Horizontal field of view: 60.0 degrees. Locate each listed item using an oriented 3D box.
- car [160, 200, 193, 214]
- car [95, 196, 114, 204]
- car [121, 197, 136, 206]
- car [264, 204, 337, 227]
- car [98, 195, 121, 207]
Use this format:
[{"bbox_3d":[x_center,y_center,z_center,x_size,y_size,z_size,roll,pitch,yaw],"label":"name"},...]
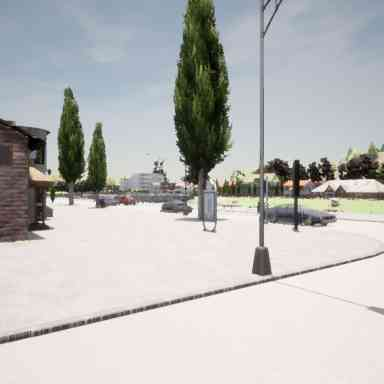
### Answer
[{"bbox_3d":[-1.662,1.562,35.711,1.994,1.385,4.181,0,0,-36],"label":"car"},{"bbox_3d":[-16.897,1.478,64.089,1.882,1.535,5.008,0,0,-36],"label":"car"},{"bbox_3d":[-10.938,1.526,55.800,1.812,1.442,4.674,0,0,-36],"label":"car"},{"bbox_3d":[7.263,1.547,23.268,2.033,1.411,5.357,0,0,-35],"label":"car"},{"bbox_3d":[-13.343,1.351,52.071,2.097,1.767,4.553,0,0,-35],"label":"car"}]
